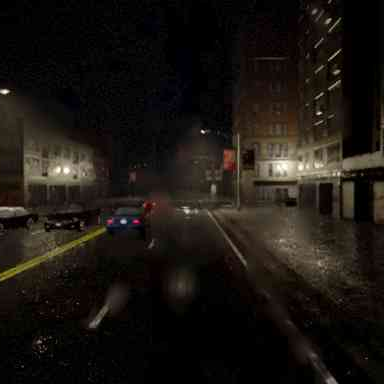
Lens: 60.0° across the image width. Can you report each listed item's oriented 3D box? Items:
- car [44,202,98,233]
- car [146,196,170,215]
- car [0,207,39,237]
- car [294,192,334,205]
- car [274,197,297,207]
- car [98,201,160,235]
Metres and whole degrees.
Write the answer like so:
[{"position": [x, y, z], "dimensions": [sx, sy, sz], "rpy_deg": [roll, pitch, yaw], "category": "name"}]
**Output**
[{"position": [-6.585, 1.329, 18.894], "dimensions": [1.882, 1.535, 5.008], "rpy_deg": [0, 0, 0], "category": "car"}, {"position": [-3.157, 1.115, 30.487], "dimensions": [2.097, 1.767, 4.553], "rpy_deg": [0, 0, 0], "category": "car"}, {"position": [-9.842, 1.467, 17.113], "dimensions": [1.895, 1.301, 4.718], "rpy_deg": [0, 0, 0], "category": "car"}, {"position": [18.087, 0.914, 49.456], "dimensions": [5.009, 1.841, 2.192], "rpy_deg": [0, 1, 0], "category": "car"}, {"position": [12.390, 1.264, 41.459], "dimensions": [4.313, 1.339, 1.947], "rpy_deg": [0, 1, 0], "category": "car"}, {"position": [-3.159, 1.406, 17.900], "dimensions": [2.033, 1.411, 5.357], "rpy_deg": [0, 0, 0], "category": "car"}]
